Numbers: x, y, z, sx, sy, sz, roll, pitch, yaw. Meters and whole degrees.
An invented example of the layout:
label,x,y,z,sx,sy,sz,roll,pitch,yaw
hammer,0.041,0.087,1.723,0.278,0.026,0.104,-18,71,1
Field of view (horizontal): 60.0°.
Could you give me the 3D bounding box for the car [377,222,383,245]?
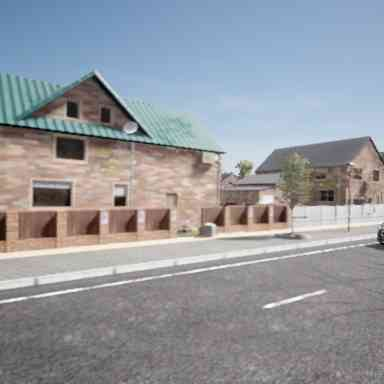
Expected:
label,x,y,z,sx,sy,sz,roll,pitch,yaw
car,10.227,1.485,14.755,4.553,1.767,2.097,1,0,-34
